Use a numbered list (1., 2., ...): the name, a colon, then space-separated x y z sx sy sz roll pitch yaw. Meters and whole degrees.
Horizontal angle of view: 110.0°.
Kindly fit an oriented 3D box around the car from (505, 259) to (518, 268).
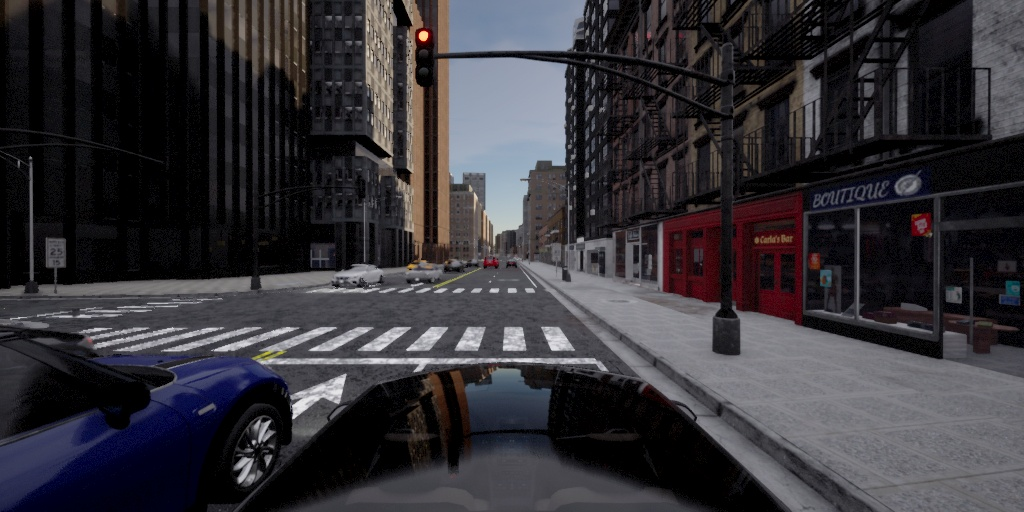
1. car: -0.080 1.267 61.821 1.837 1.490 4.892 0 0 0

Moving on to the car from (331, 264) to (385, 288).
1. car: -10.177 1.278 24.101 1.812 1.442 4.674 0 0 4

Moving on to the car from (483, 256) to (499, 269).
1. car: -3.418 0.983 58.038 2.150 2.045 5.566 0 0 0

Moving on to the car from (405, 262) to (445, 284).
1. car: -6.674 1.354 27.422 1.895 1.301 4.718 0 0 0

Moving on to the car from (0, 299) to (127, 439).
1. car: -6.600 1.314 3.131 1.994 1.385 4.181 0 0 0

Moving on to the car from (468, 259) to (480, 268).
1. car: -6.690 1.240 61.910 1.882 1.535 5.008 0 0 0

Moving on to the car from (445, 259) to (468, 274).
1. car: -6.716 1.235 42.002 1.882 1.535 5.008 0 0 0

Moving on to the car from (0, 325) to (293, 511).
1. car: -3.146 1.102 1.578 2.097 1.767 4.553 0 0 0
